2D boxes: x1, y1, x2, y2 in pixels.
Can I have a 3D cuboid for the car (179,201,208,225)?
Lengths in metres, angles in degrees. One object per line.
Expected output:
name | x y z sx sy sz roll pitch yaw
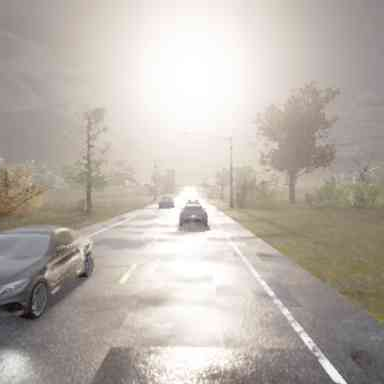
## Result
car | 0.103 1.560 23.780 1.994 1.385 4.181 0 0 0

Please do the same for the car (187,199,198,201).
car | 0.109 1.535 41.138 2.033 1.411 5.357 0 0 0

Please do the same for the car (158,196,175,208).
car | -3.570 1.336 47.488 2.097 1.767 4.553 0 0 0

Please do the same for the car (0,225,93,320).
car | -3.598 1.525 7.458 1.812 1.442 4.674 0 0 0
